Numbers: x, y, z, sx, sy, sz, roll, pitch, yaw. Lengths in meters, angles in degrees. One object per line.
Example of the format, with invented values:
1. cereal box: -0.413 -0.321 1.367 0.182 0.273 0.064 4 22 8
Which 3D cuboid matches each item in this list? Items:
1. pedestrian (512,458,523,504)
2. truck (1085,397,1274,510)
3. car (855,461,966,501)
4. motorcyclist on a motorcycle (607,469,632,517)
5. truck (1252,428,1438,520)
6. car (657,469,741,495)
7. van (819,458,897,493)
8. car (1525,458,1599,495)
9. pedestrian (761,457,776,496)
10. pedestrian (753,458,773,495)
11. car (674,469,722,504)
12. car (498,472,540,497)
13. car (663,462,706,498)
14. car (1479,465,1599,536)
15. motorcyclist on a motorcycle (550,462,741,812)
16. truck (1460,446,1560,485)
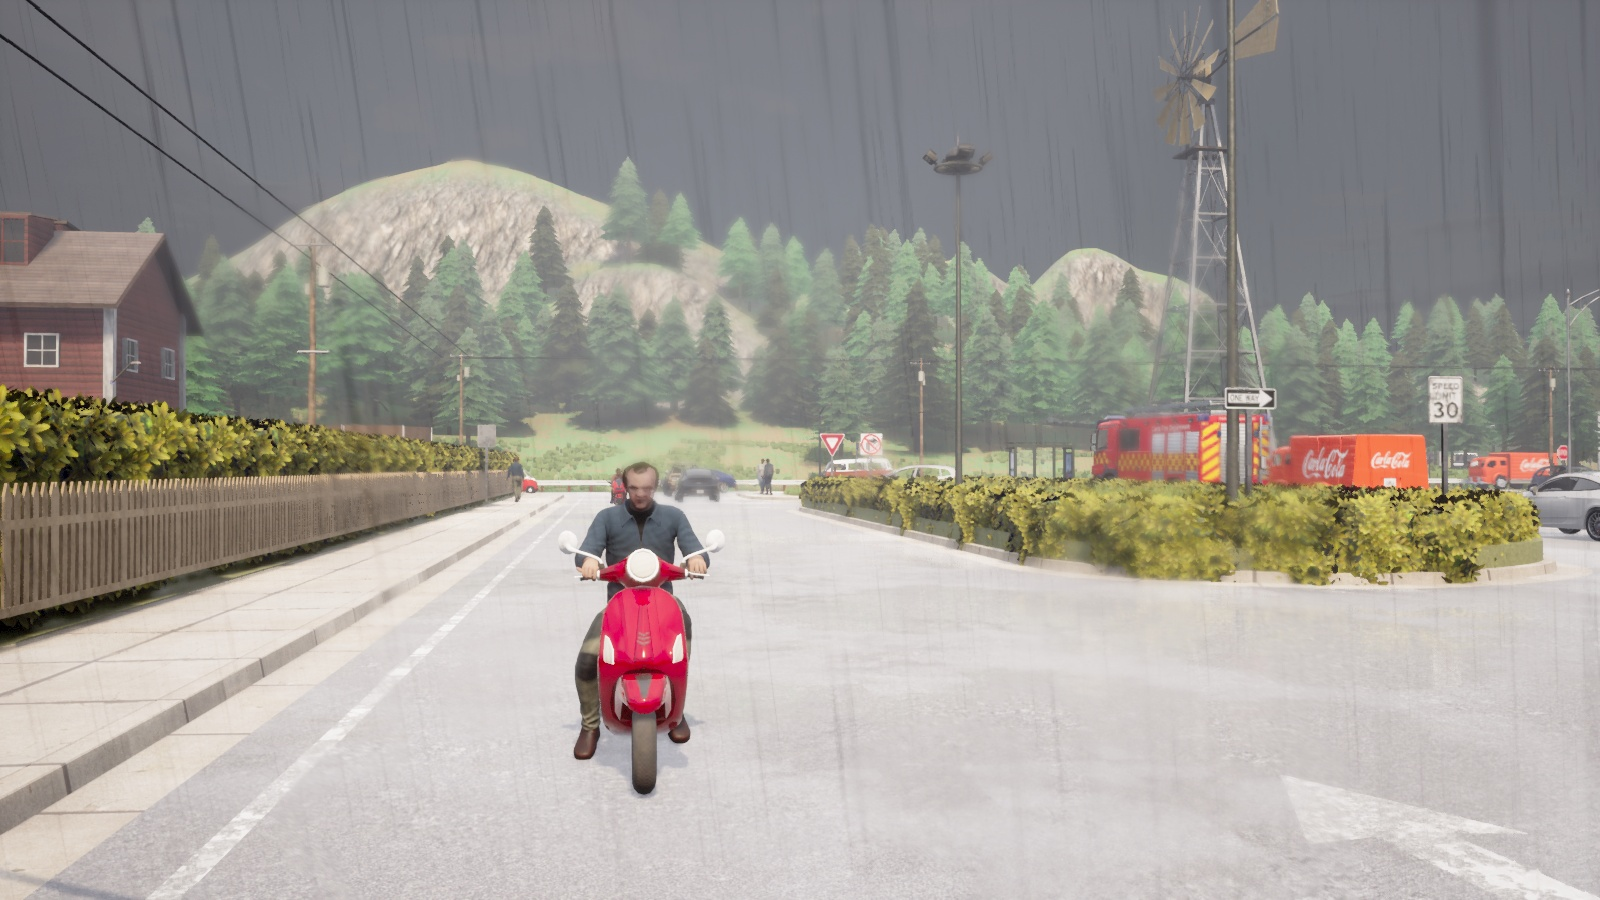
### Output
1. pedestrian: -11.307 1.241 50.230 0.370 1.835 0.726 0 -1 -9
2. truck: 13.911 0.158 46.998 2.891 3.827 8.468 0 -1 -13
3. car: 4.821 1.345 54.410 4.611 1.667 2.242 -1 -1 10
4. motorcyclist on a motorcycle: -5.977 1.406 41.602 0.797 1.523 2.044 0 -1 -8
5. truck: 15.742 0.682 36.715 2.627 2.467 5.204 0 -1 -8
6. car: -6.051 1.899 75.096 4.674 1.442 1.812 0 -1 -26
7. van: 3.553 1.538 77.397 4.480 2.038 2.069 -1 -1 -8
8. car: 35.203 1.169 57.011 1.851 1.617 3.988 0 -1 -9
9. pedestrian: -1.571 1.322 62.570 0.423 1.949 0.788 0 -1 -24
10. pedestrian: -1.884 1.341 63.777 0.874 1.855 0.900 0 -1 -10
11. car: -4.647 1.618 56.599 1.837 1.490 4.892 0 -1 -8
12. car: -15.905 1.961 71.096 2.207 1.376 1.481 -1 -1 -8
13. car: -6.175 1.578 66.621 1.932 1.855 4.605 0 -1 -9
14. car: 17.195 1.056 27.343 1.812 1.442 4.674 0 -1 -8
15. motorcyclist on a motorcycle: -0.841 0.865 6.701 0.866 1.590 1.817 0 -1 -8
16. truck: 47.243 1.031 83.601 5.204 2.467 2.627 -1 -1 -8
